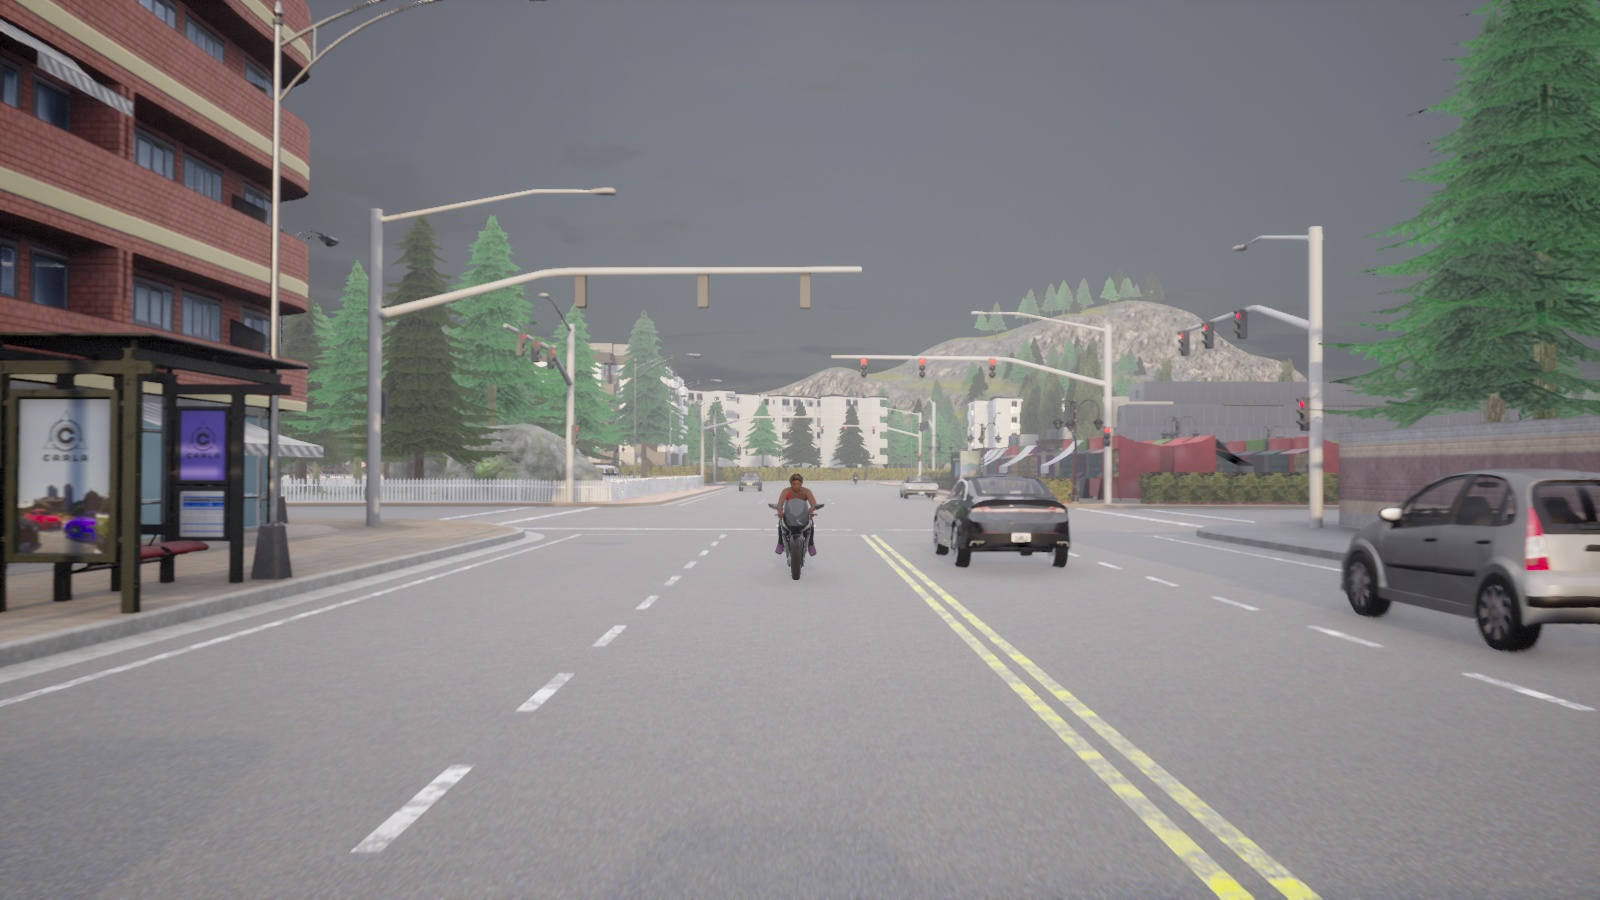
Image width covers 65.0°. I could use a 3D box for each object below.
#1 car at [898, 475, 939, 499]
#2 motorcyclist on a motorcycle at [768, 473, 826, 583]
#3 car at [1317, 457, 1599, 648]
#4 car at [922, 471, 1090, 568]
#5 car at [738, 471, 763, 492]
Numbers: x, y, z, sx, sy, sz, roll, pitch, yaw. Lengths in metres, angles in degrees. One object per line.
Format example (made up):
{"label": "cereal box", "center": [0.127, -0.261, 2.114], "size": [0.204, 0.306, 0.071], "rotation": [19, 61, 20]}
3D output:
{"label": "car", "center": [6.819, 2.103, 72.618], "size": [1.895, 1.301, 4.718], "rotation": [0, -1, 0]}
{"label": "motorcyclist on a motorcycle", "center": [-0.046, 1.106, 18.470], "size": [0.797, 1.523, 2.044], "rotation": [0, -1, 0]}
{"label": "car", "center": [6.967, 0.896, 12.637], "size": [1.851, 1.617, 3.988], "rotation": [0, -1, 0]}
{"label": "car", "center": [3.444, 1.126, 22.038], "size": [2.128, 1.511, 4.902], "rotation": [0, -1, 0]}
{"label": "car", "center": [-3.737, 2.402, 95.276], "size": [1.789, 1.549, 3.705], "rotation": [0, -1, 0]}
